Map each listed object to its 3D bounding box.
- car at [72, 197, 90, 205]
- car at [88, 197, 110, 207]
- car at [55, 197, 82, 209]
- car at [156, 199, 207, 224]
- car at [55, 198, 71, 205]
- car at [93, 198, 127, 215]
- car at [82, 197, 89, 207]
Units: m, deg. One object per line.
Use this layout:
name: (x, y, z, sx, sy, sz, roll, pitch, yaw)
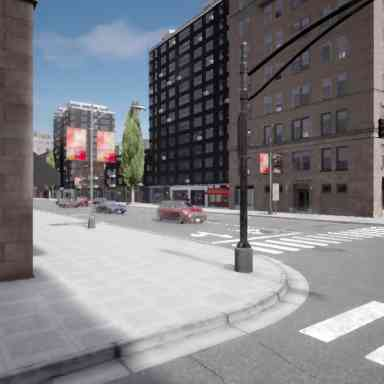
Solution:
car: (-22.135, 1.749, 66.259, 2.128, 1.511, 4.902, 0, 0, -36)
car: (-16.229, 1.714, 58.073, 2.128, 1.511, 4.902, 0, 0, -36)
car: (-18.711, 1.793, 50.235, 1.994, 1.385, 4.181, 0, 0, -36)
car: (-0.884, 1.427, 25.365, 2.097, 1.767, 4.553, 0, 0, -36)
car: (-25.310, 1.857, 65.105, 1.895, 1.301, 4.718, 0, 0, -36)
car: (-9.047, 1.676, 36.680, 2.033, 1.411, 5.357, 0, 0, -36)
car: (-18.945, 1.743, 56.290, 1.812, 1.442, 4.674, 0, 0, -36)
